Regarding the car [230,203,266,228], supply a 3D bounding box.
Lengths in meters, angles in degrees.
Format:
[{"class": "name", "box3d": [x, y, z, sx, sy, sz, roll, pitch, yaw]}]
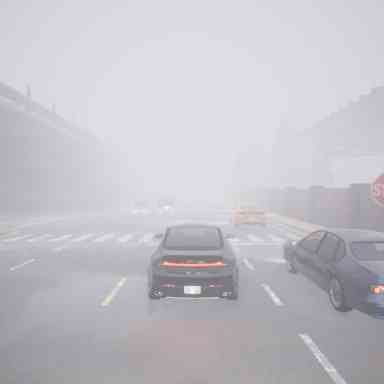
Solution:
[{"class": "car", "box3d": [3.684, 1.478, 22.512, 1.882, 1.535, 5.008, 0, 0, 1]}]

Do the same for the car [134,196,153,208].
[{"class": "car", "box3d": [-7.007, 1.601, 46.880, 1.895, 1.301, 4.718, 0, 0, -1]}]

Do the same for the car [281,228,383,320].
[{"class": "car", "box3d": [3.604, 1.547, 7.622, 2.033, 1.411, 5.357, 0, 0, 0]}]

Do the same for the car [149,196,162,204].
[{"class": "car", "box3d": [-7.272, 1.547, 66.851, 2.033, 1.411, 5.357, 0, 0, -1]}]

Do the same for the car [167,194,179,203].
[{"class": "car", "box3d": [-3.779, 1.352, 66.955, 2.097, 1.767, 4.553, 0, 0, -1]}]

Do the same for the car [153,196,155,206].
[{"class": "car", "box3d": [-7.156, 1.477, 56.257, 1.882, 1.535, 5.008, 0, 0, -1]}]

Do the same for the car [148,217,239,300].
[{"class": "car", "box3d": [0.059, 1.505, 8.379, 1.837, 1.490, 4.892, 0, 0, 1]}]

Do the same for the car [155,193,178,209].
[{"class": "car", "box3d": [-3.498, 1.221, 46.815, 2.150, 2.045, 5.566, 0, 0, -1]}]
